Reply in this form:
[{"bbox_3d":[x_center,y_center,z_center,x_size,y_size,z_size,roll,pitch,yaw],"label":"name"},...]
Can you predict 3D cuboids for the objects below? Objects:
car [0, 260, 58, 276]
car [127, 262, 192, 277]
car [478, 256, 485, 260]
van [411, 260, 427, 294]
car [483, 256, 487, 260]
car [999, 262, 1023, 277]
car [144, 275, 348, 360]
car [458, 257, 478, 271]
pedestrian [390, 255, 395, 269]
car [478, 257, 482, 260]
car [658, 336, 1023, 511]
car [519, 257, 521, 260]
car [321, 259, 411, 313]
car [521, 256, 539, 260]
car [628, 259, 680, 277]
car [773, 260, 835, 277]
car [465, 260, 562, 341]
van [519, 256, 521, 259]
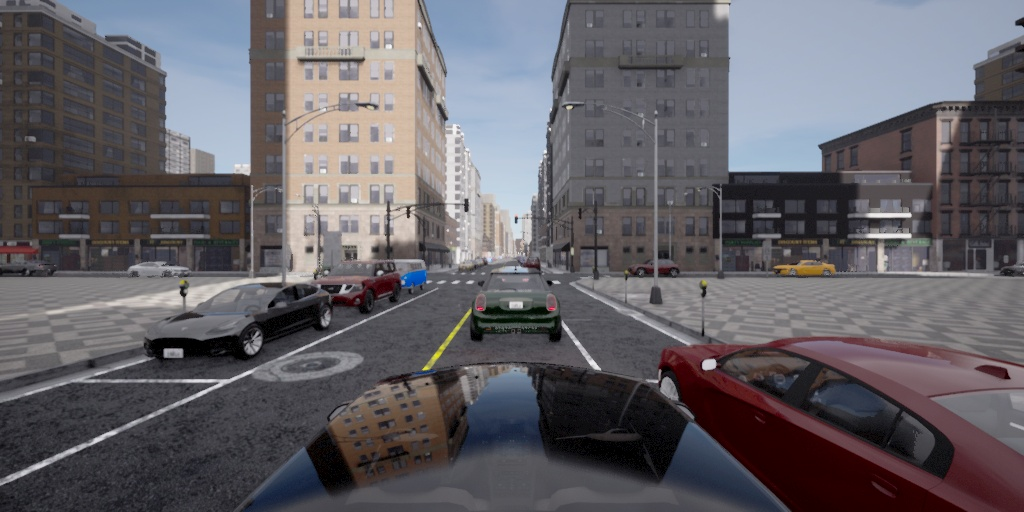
[{"bbox_3d":[-47.586,1.163,35.044,4.902,1.511,2.128,0,0,1],"label":"car"},{"bbox_3d":[-31.108,1.216,31.660,4.674,1.442,1.812,0,0,1],"label":"car"},{"bbox_3d":[-5.912,1.148,57.828,1.751,1.417,4.829,0,0,0],"label":"car"},{"bbox_3d":[-5.875,1.077,19.670,1.690,1.789,3.998,0,0,0],"label":"van"},{"bbox_3d":[-5.917,1.129,63.483,1.751,1.417,4.829,0,0,0],"label":"car"},{"bbox_3d":[49.058,1.240,33.614,4.892,1.490,1.837,0,0,1],"label":"car"},{"bbox_3d":[-5.864,1.311,8.388,1.948,1.339,4.313,0,0,0],"label":"car"},{"bbox_3d":[-5.901,1.185,46.518,1.751,1.417,4.829,0,0,0],"label":"car"},{"bbox_3d":[-12.586,0.823,37.629,0.375,1.860,0.375,0,0,1],"label":"pedestrian"},{"bbox_3d":[-5.907,1.207,52.343,1.948,1.339,4.313,0,0,0],"label":"car"},{"bbox_3d":[2.667,1.294,2.732,1.888,1.381,4.507,0,0,0],"label":"car"},{"bbox_3d":[2.614,1.168,57.981,1.888,1.381,4.507,0,0,0],"label":"car"},{"bbox_3d":[-5.869,1.057,14.029,2.192,1.841,5.009,0,0,0],"label":"car"},{"bbox_3d":[2.625,0.974,46.668,2.192,1.841,5.009,0,0,0],"label":"car"},{"bbox_3d":[13.428,1.040,34.228,4.553,1.767,2.097,0,0,1],"label":"car"},{"bbox_3d":[27.621,1.174,34.016,5.008,1.535,1.882,0,0,1],"label":"car"},{"bbox_3d":[0.090,1.097,10.004,2.097,1.767,4.553,0,0,0],"label":"car"},{"bbox_3d":[2.608,0.944,63.639,1.690,1.789,3.998,0,0,0],"label":"van"}]
